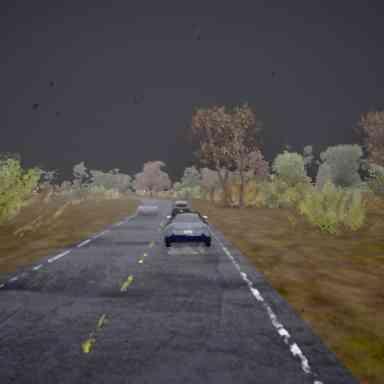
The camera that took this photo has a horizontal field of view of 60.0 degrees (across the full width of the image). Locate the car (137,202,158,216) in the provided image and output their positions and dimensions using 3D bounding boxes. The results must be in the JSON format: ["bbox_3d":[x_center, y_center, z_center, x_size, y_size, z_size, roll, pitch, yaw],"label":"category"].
[{"bbox_3d":[-4.320,1.625,32.963,1.895,1.301,4.718,0,0,-4],"label":"car"}]

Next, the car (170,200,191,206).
[{"bbox_3d":[-1.137,1.525,33.149,1.837,1.490,4.892,0,0,-4],"label":"car"}]

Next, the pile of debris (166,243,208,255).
[{"bbox_3d":[-0.199,2.182,12.897,1.500,0.140,1.860,0,0,-2],"label":"pile of debris"}]

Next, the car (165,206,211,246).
[{"bbox_3d":[-0.222,1.570,15.351,1.994,1.385,4.181,0,0,-2],"label":"car"}]
